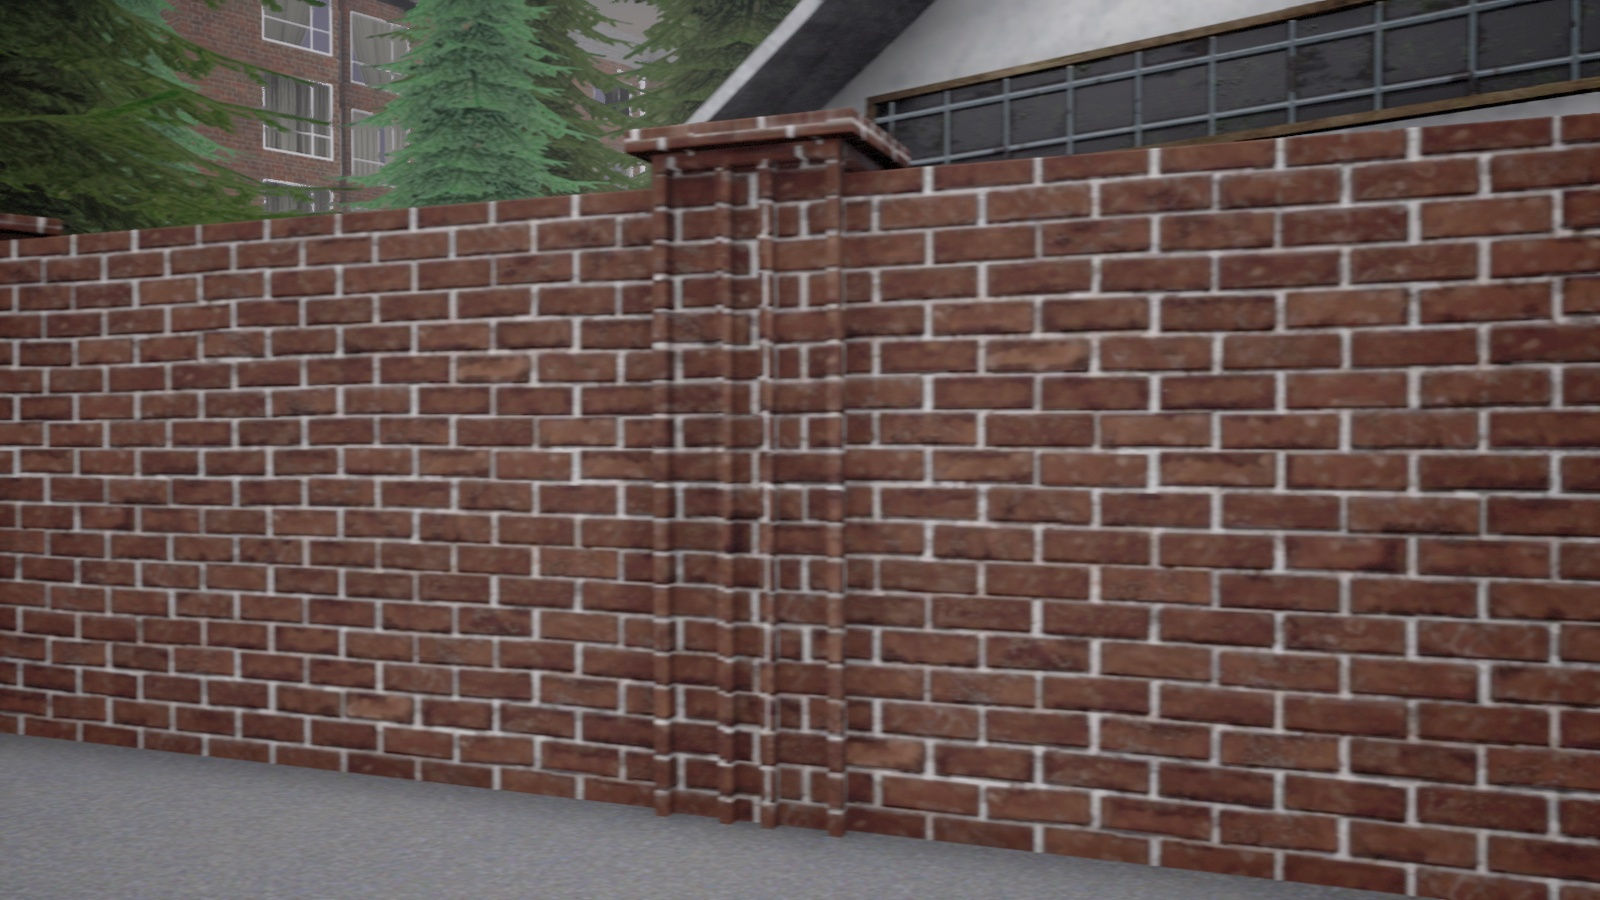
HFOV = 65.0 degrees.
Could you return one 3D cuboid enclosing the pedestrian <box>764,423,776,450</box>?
[{"bbox_3d":[-2.063,-0.918,86.499,0.703,1.840,0.431,1,1,40],"label":"pedestrian"}]
